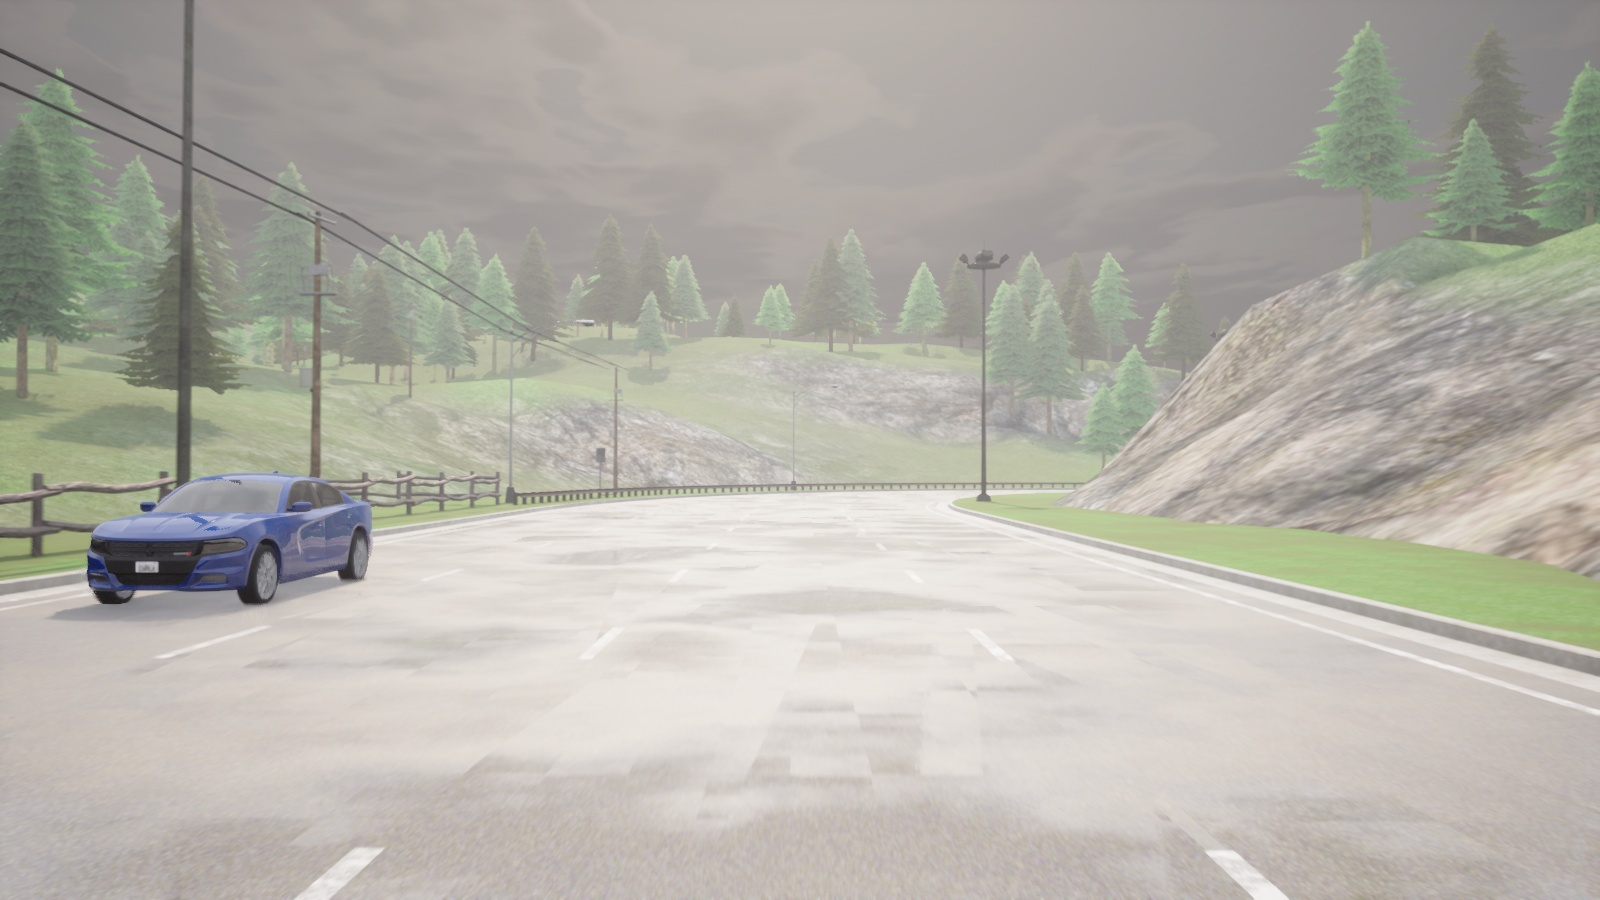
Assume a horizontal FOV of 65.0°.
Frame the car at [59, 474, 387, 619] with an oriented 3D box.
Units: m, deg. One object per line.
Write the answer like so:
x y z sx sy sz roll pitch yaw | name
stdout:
-7.038 1.088 16.031 1.882 1.535 5.008 0 -1 0 | car
